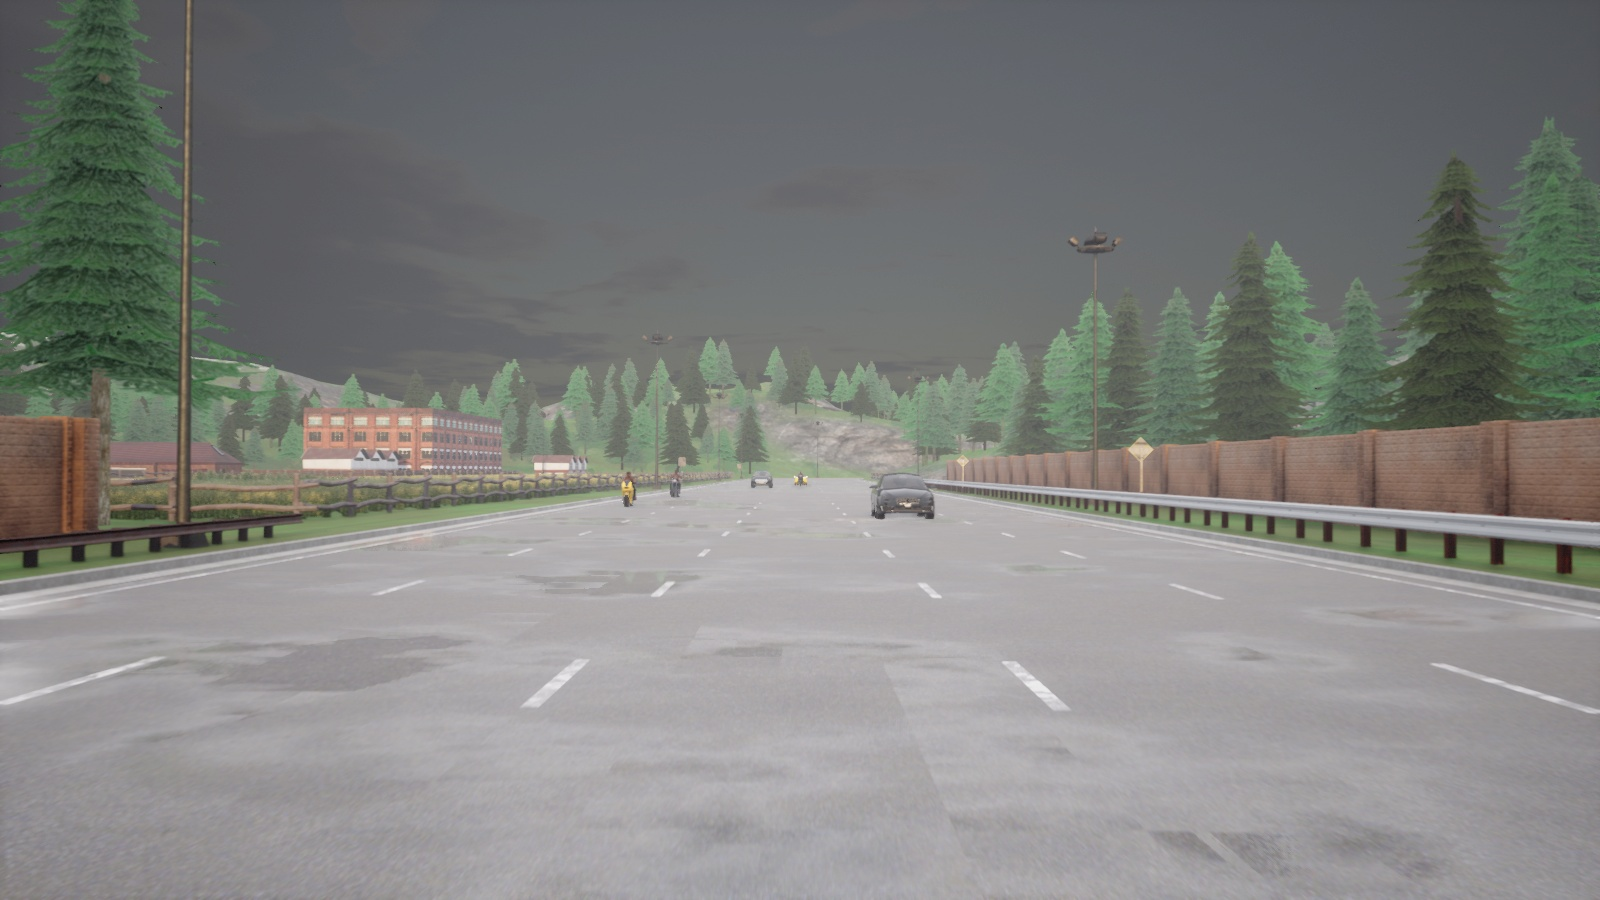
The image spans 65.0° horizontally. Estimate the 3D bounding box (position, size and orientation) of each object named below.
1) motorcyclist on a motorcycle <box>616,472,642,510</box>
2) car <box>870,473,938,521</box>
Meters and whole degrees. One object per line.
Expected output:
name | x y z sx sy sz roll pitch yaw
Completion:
motorcyclist on a motorcycle | -7.128 1.700 52.305 0.797 1.523 2.044 0 -1 0
car | 3.399 1.505 41.757 1.837 1.490 4.892 0 -1 0
